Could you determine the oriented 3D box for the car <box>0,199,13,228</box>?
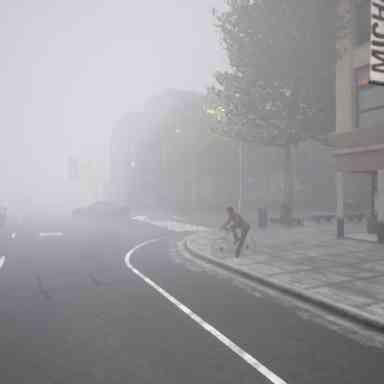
[{"bbox_3d":[-12.978,1.450,21.259,2.128,1.511,4.902,0,0,-26],"label":"car"}]

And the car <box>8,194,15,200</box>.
[{"bbox_3d":[-31.109,1.486,61.053,1.895,1.301,4.718,0,0,-1],"label":"car"}]

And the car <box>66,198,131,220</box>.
[{"bbox_3d":[-7.345,1.482,26.953,4.674,1.442,1.812,0,1,0],"label":"car"}]

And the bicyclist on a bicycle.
[{"bbox_3d":[1.343,1.287,10.501,1.656,1.620,0.582,0,0,-26],"label":"bicyclist on a bicycle"}]

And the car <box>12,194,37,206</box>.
[{"bbox_3d":[-26.313,1.430,52.484,1.812,1.442,4.674,0,0,-13],"label":"car"}]

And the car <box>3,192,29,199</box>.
[{"bbox_3d":[-34.474,1.103,66.452,2.150,2.045,5.566,0,0,5],"label":"car"}]

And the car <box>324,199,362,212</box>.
[{"bbox_3d":[16.700,1.492,36.689,4.674,1.442,1.812,0,0,-26],"label":"car"}]

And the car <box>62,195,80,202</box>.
[{"bbox_3d":[-26.378,1.354,73.083,1.882,1.535,5.008,0,0,14],"label":"car"}]
